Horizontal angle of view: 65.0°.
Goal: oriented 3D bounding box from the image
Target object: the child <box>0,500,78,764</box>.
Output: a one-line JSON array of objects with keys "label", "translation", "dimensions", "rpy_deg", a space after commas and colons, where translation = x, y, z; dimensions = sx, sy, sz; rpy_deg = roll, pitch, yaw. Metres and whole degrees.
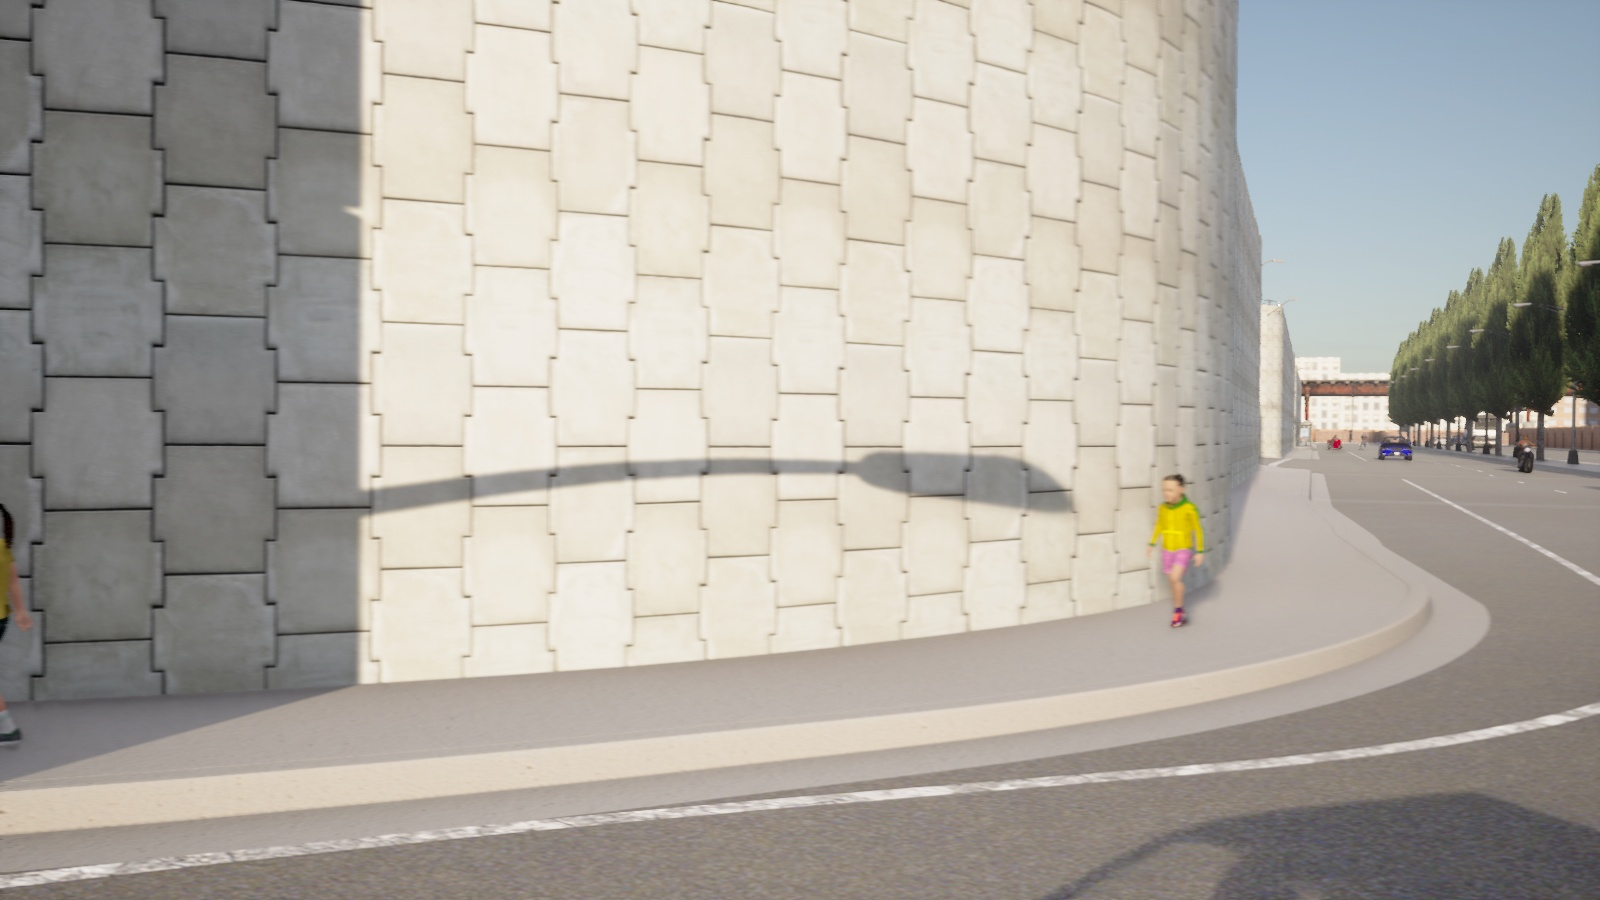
[{"label": "child", "translation": [-3.421, 0.783, 5.488], "dimensions": [0.394, 1.110, 0.255], "rpy_deg": [-1, 1, -17]}]

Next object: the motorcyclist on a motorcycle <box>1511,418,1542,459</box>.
[{"label": "motorcyclist on a motorcycle", "translation": [30.020, -0.488, 51.916], "dimensions": [0.766, 1.649, 2.350], "rpy_deg": [0, 1, 22]}]

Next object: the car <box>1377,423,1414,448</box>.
[{"label": "car", "translation": [36.254, -0.882, 76.502], "dimensions": [1.816, 1.474, 4.193], "rpy_deg": [0, 1, 22]}]

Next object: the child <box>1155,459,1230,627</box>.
[{"label": "child", "translation": [2.828, 0.650, 9.043], "dimensions": [0.473, 1.160, 0.299], "rpy_deg": [-1, 1, -39]}]
